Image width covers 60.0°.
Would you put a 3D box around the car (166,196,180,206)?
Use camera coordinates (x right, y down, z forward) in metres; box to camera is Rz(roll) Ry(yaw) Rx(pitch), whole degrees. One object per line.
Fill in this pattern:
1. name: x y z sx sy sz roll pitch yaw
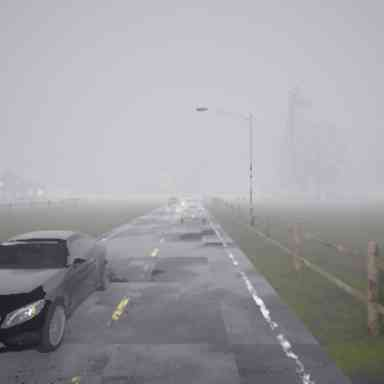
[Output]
1. car: -2.837 1.447 51.774 1.837 1.490 4.892 0 0 0

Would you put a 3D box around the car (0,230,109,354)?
1. car: -2.843 1.520 6.284 1.812 1.442 4.674 0 0 -1

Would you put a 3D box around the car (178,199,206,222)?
1. car: 0.076 1.500 25.918 1.812 1.442 4.674 0 0 0
